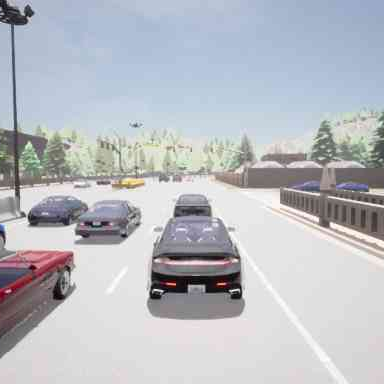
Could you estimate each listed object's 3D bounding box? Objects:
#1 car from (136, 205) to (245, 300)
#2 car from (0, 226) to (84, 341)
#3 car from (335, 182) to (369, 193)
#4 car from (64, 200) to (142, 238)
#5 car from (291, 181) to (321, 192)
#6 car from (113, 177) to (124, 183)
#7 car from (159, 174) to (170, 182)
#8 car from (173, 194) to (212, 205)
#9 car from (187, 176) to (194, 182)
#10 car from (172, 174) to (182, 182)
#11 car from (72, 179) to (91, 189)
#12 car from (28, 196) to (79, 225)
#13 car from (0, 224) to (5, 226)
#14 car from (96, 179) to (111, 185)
[{"bbox_3d":[0.068,1.327,8.025,2.128,1.511,4.902,0,2,0],"label":"car"},{"bbox_3d":[-3.421,1.528,5.092,1.895,1.301,4.718,0,1,0],"label":"car"},{"bbox_3d":[18.039,-0.400,38.625,4.674,1.442,1.812,0,3,2],"label":"car"},{"bbox_3d":[-3.465,1.050,14.607,2.033,1.411,5.357,0,3,0],"label":"car"},{"bbox_3d":[15.002,-0.615,42.218,4.674,1.442,1.812,0,3,2],"label":"car"},{"bbox_3d":[-17.905,-2.930,81.156,2.033,1.411,5.357,0,3,0],"label":"car"},{"bbox_3d":[-7.435,-3.607,86.968,2.150,2.045,5.566,0,3,0],"label":"car"},{"bbox_3d":[0.025,0.816,17.446,1.882,1.535,5.008,0,3,-1],"label":"car"},{"bbox_3d":[-0.449,-3.454,89.659,1.812,1.442,4.674,0,3,0],"label":"car"},{"bbox_3d":[-3.935,-3.609,86.986,2.150,2.045,5.566,0,3,0],"label":"car"},{"bbox_3d":[-17.848,-1.318,53.984,1.812,1.442,4.674,0,3,0],"label":"car"},{"bbox_3d":[-6.980,0.880,17.785,1.994,1.385,4.181,0,3,0],"label":"car"},{"bbox_3d":[-6.936,1.283,8.813,1.882,1.535,5.008,0,2,0],"label":"car"},{"bbox_3d":[-17.832,-2.022,66.917,1.895,1.301,4.718,0,3,0],"label":"car"}]
